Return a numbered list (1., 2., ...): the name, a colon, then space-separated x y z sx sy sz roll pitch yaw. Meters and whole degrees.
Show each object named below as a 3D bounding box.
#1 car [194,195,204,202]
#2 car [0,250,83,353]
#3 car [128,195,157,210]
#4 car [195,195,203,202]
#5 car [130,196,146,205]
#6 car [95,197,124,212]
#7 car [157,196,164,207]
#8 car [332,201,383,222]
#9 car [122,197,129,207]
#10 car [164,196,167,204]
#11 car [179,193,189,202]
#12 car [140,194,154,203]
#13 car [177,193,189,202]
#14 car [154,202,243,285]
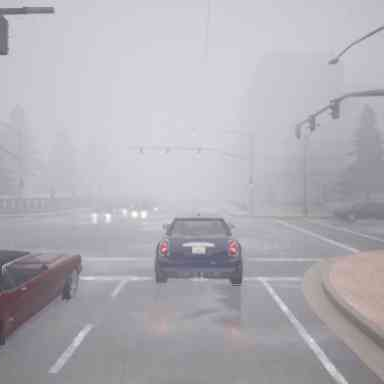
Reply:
1. car: 1.440 1.526 69.575 1.994 1.385 4.181 0 0 1
2. car: -3.375 1.598 5.414 1.895 1.301 4.718 0 0 0
3. car: -6.094 1.476 41.578 2.128 1.511 4.902 0 0 1
4. car: 1.576 1.450 78.284 1.882 1.535 5.008 0 0 1
5. car: -9.311 1.483 57.634 1.837 1.490 4.892 0 0 1
6. car: -9.647 1.586 38.231 1.895 1.301 4.718 0 0 1
7. car: -5.938 1.459 50.943 1.882 1.535 5.008 0 0 1
8. car: 13.456 1.500 25.727 4.892 1.490 1.837 0 0 2
9. car: -9.496 1.473 47.542 2.128 1.511 4.902 0 0 1
10. car: -5.726 1.456 61.248 1.882 1.535 5.008 0 0 1
11. car: -1.923 1.197 78.369 2.150 2.045 5.566 0 0 1
12. car: -9.088 1.328 67.797 2.097 1.767 4.553 0 0 1
13. car: -2.075 1.500 68.632 1.812 1.442 4.674 0 0 1
14. car: 0.188 1.348 9.690 2.097 1.767 4.553 0 0 1
